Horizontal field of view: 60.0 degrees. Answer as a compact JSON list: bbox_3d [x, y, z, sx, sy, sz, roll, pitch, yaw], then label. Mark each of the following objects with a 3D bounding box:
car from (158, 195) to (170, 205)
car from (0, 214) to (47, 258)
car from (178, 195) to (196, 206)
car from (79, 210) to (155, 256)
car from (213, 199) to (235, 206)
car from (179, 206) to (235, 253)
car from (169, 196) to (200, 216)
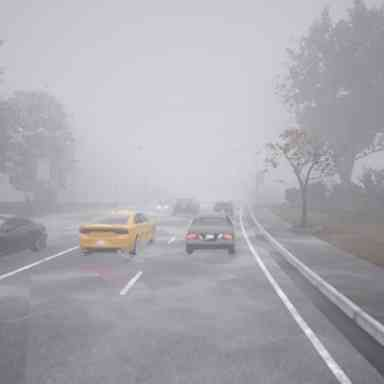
[{"bbox_3d":[-4.165,1.330,54.318,2.128,1.511,4.902,0,0,9],"label":"car"},{"bbox_3d":[-6.590,1.500,11.089,1.812,1.442,4.674,0,0,4],"label":"car"},{"bbox_3d":[-0.711,1.349,53.754,2.128,1.511,4.902,0,0,9],"label":"car"},{"bbox_3d":[-2.721,1.462,13.122,1.882,1.535,5.008,0,0,4],"label":"car"},{"bbox_3d":[3.136,1.469,32.682,1.837,1.490,4.892,0,0,8],"label":"car"},{"bbox_3d":[0.804,1.542,13.637,2.033,1.411,5.357,0,0,5],"label":"car"},{"bbox_3d":[-0.471,1.308,32.172,2.097,1.767,4.553,0,0,8],"label":"car"}]
